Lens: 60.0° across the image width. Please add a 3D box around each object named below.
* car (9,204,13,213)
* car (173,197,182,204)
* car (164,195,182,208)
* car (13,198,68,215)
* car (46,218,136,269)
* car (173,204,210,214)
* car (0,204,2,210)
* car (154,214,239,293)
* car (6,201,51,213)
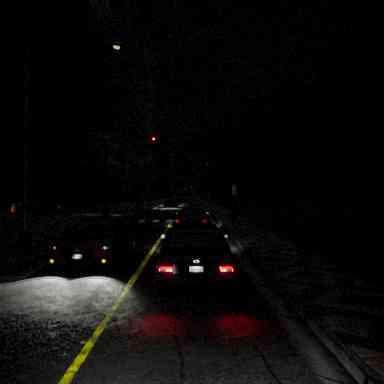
[{"bbox_3d":[-15.243,1.489,33.150,5.008,1.535,1.882,0,-2,0],"label":"car"},{"bbox_3d":[-3.116,1.708,71.169,1.812,1.442,4.674,0,0,0],"label":"car"},{"bbox_3d":[-3.139,1.646,51.422,2.033,1.411,5.357,0,0,3],"label":"car"},{"bbox_3d":[-13.593,1.380,30.495,4.097,1.590,1.967,0,-2,-1],"label":"car"},{"bbox_3d":[-3.119,1.570,11.044,1.994,1.385,4.181,0,0,0],"label":"car"},{"bbox_3d":[0.002,1.577,18.298,1.994,1.385,4.181,0,0,1],"label":"car"},{"bbox_3d":[-24.559,1.754,38.980,4.206,1.307,1.802,0,-1,0],"label":"car"},{"bbox_3d":[0.073,1.552,8.993,2.033,1.411,5.357,0,0,0],"label":"car"},{"bbox_3d":[-19.072,1.735,38.997,4.313,1.339,1.947,0,-1,0],"label":"car"}]
